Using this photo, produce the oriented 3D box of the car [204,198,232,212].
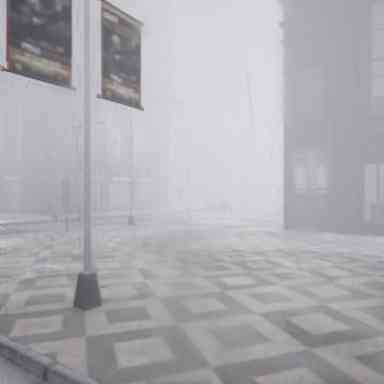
[{"bbox_3d":[3.594,1.691,45.287,2.097,1.767,4.553,0,0,36],"label":"car"}]
